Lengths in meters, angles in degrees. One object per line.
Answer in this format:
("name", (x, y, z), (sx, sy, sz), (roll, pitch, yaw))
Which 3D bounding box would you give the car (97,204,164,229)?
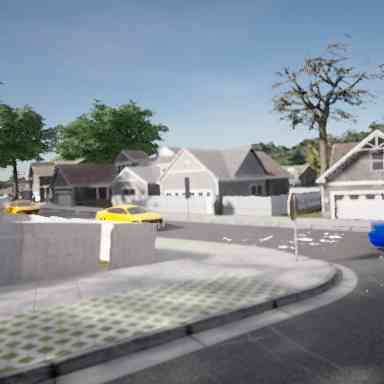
("car", (-3.978, 1.574, 21.076), (5.008, 1.535, 1.882), (0, 3, 38))

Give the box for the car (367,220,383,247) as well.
("car", (9.188, 1.447, 12.066), (5.008, 1.535, 1.882), (-2, 1, 32))

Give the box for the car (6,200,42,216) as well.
("car", (-15.929, 1.562, 31.345), (5.008, 1.535, 1.882), (0, 3, 44))
